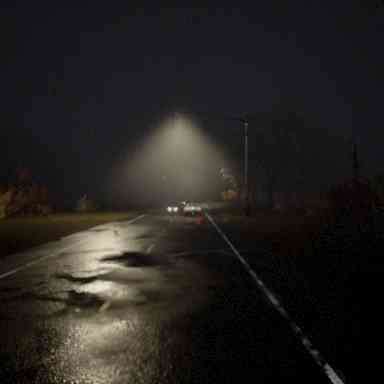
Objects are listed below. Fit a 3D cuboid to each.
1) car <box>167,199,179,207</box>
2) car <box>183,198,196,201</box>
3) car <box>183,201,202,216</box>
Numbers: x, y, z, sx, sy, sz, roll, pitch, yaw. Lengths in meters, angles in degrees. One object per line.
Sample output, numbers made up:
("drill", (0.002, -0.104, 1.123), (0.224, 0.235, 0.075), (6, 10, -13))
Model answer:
("car", (-3.525, 2.084, 62.231), (2.128, 1.511, 4.902), (0, -1, 1))
("car", (-0.008, 1.953, 48.500), (2.128, 1.511, 4.902), (0, 0, 0))
("car", (0.085, 1.952, 36.956), (1.895, 1.301, 4.718), (0, -1, 0))
